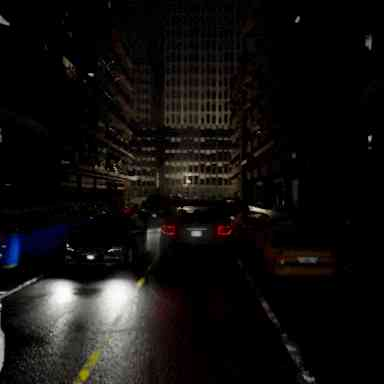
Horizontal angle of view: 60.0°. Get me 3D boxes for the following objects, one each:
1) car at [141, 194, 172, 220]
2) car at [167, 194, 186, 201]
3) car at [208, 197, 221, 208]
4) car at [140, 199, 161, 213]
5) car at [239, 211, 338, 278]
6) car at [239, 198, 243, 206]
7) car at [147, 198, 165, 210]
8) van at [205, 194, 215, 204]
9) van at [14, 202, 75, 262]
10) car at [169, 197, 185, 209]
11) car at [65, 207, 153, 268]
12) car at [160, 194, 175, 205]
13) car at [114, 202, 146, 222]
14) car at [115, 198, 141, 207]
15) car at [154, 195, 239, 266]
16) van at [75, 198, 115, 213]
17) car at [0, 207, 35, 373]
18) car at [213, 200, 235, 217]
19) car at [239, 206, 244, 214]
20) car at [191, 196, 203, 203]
[{"bbox_3d":[-2.453,1.215,24.932,2.150,2.045,5.566,0,0,1],"label":"car"},{"bbox_3d":[-3.870,1.334,81.761,4.181,1.385,1.994,1,0,30],"label":"car"},{"bbox_3d":[3.327,1.550,49.481,1.752,1.417,4.829,1,0,1],"label":"car"},{"bbox_3d":[-4.732,1.568,38.154,1.802,1.307,4.206,1,0,1],"label":"car"},{"bbox_3d":[2.709,1.537,10.003,1.752,1.417,4.829,1,0,1],"label":"car"},{"bbox_3d":[2.973,1.330,26.752,2.192,1.841,5.009,1,0,1],"label":"car"},{"bbox_3d":[-4.646,1.514,43.624,1.752,1.417,4.829,1,0,1],"label":"car"},{"bbox_3d":[3.590,1.379,66.230,1.690,1.788,3.998,1,0,1],"label":"van"},{"bbox_3d":[-5.171,1.320,9.955,1.690,1.788,3.998,1,0,1],"label":"van"},{"bbox_3d":[-2.044,1.529,46.276,1.837,1.490,4.892,0,0,1],"label":"car"},{"bbox_3d":[-2.687,1.494,11.357,1.837,1.490,4.892,0,0,1],"label":"car"},{"bbox_3d":[-4.377,1.315,60.714,2.192,1.841,5.009,1,0,1],"label":"car"},{"bbox_3d":[-4.909,1.564,26.875,1.802,1.307,4.206,1,0,1],"label":"car"},{"bbox_3d":[-4.994,1.295,21.235,2.192,1.841,5.009,1,0,1],"label":"car"},{"bbox_3d":[0.167,1.237,11.722,2.150,2.045,5.566,0,0,1],"label":"car"},{"bbox_3d":[-5.082,1.320,15.595,1.690,1.788,3.998,1,0,1],"label":"van"},{"bbox_3d":[-2.854,1.211,0.854,2.150,2.045,5.566,0,0,1],"label":"car"},{"bbox_3d":[3.062,1.542,32.562,1.752,1.417,4.829,1,0,1],"label":"car"},{"bbox_3d":[2.794,1.557,15.473,1.887,1.381,4.507,1,0,1],"label":"car"},{"bbox_3d":[1.052,1.575,73.284,1.994,1.385,4.181,0,0,-8],"label":"car"}]
